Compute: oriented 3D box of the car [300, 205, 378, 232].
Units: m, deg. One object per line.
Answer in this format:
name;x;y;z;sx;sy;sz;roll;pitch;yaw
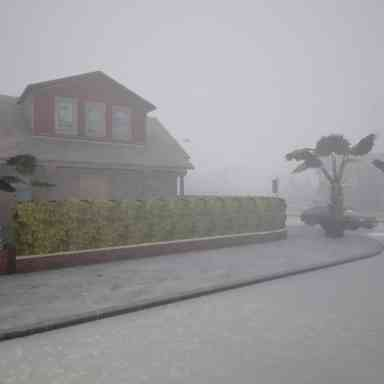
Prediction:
car;8.956;1.525;20.638;1.812;1.442;4.674;0;0;-33
